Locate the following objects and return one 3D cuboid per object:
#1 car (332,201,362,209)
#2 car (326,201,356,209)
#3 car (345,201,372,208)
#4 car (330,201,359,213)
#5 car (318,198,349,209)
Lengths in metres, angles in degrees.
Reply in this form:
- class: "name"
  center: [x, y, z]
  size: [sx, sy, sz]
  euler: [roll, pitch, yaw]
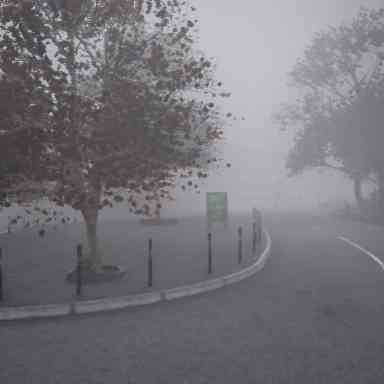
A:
- class: "car"
  center: [30.512, 2.500, 65.526]
  size: [2.097, 1.535, 5.008]
  euler: [0, -2, -43]
- class: "car"
  center: [28.433, 2.527, 63.610]
  size: [2.002, 1.452, 4.674]
  euler: [0, -2, -43]
- class: "car"
  center: [34.676, 2.562, 69.347]
  size: [2.002, 1.452, 4.674]
  euler: [0, -1, -43]
- class: "car"
  center: [21.945, 2.345, 47.183]
  size: [4.718, 1.301, 1.895]
  euler: [1, -2, -42]
- class: "car"
  center: [26.331, 2.224, 61.724]
  size: [2.435, 2.045, 5.566]
  euler: [0, -2, -43]
